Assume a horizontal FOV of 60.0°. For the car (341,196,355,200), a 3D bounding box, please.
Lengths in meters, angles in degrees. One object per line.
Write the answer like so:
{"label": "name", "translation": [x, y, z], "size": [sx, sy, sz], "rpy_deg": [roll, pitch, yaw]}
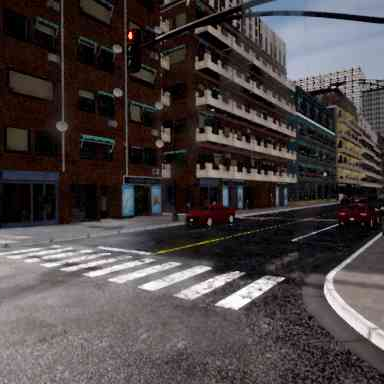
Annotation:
{"label": "car", "translation": [26.917, 1.347, 57.428], "size": [1.947, 1.339, 4.313], "rpy_deg": [-1, 0, 36]}

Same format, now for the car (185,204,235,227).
{"label": "car", "translation": [1.305, 1.515, 22.735], "size": [1.887, 1.381, 4.507], "rpy_deg": [-1, 0, 36]}

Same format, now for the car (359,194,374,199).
{"label": "car", "translation": [37.002, 1.293, 71.173], "size": [1.802, 1.307, 4.206], "rpy_deg": [-1, 0, 36]}

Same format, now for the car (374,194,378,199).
{"label": "car", "translation": [43.724, 1.232, 80.336], "size": [1.947, 1.339, 4.313], "rpy_deg": [-1, 0, 36]}

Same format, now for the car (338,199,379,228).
{"label": "car", "translation": [10.231, 1.372, 20.343], "size": [1.887, 1.381, 4.507], "rpy_deg": [-1, 0, 36]}
